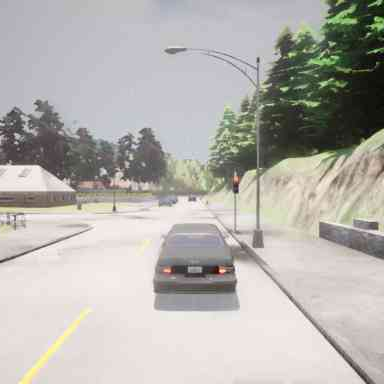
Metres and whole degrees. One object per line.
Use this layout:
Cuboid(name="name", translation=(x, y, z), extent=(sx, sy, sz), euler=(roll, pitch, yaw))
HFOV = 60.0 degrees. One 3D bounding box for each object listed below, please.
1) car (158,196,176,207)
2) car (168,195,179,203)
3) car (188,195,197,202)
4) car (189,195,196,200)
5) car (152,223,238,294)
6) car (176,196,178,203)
Cuboid(name="car", translation=(-4.024, 1.564, 51.053), extent=(1.994, 1.385, 4.181), euler=(0, 0, 0))
Cuboid(name="car", translation=(-3.900, 1.525, 71.148), extent=(2.128, 1.511, 4.902), euler=(0, 0, 0))
Cuboid(name="car", translation=(0.106, 1.516, 75.684), extent=(2.128, 1.511, 4.902), euler=(0, 0, 0))
Cuboid(name="car", translation=(0.120, 1.408, 86.044), extent=(1.812, 1.442, 4.674), euler=(0, 0, 0))
Cuboid(name="car", translation=(0.071, 1.547, 8.931), extent=(2.033, 1.411, 5.357), euler=(0, 0, 0))
Cuboid(name="car", translation=(-3.980, 1.478, 61.056), extent=(1.882, 1.535, 5.008), euler=(0, 0, 1))
